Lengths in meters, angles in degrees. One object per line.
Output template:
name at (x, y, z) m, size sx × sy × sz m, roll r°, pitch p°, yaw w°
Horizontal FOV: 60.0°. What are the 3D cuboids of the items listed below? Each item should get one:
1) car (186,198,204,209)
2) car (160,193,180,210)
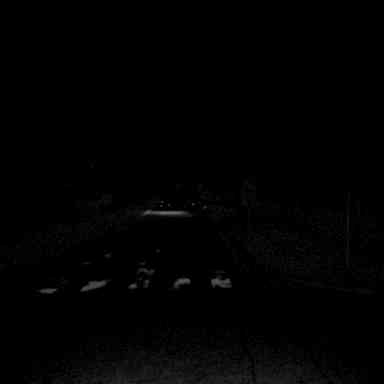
car at (0.329, 1.430, 42.381) m, size 1.994 × 1.385 × 4.181 m, roll 0°, pitch 1°, yaw 5°
car at (-2.631, 1.102, 40.986) m, size 2.150 × 2.045 × 5.566 m, roll 0°, pitch 1°, yaw 0°
